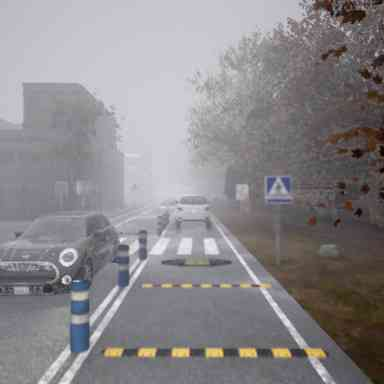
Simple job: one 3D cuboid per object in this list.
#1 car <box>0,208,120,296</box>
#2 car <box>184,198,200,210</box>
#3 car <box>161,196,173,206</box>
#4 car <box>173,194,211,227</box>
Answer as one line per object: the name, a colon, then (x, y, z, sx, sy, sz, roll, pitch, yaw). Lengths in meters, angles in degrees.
car: (-3.354, 1.342, 8.790, 2.097, 1.767, 4.553, 0, 0, 0)
car: (-0.005, 1.462, 40.707, 1.895, 1.301, 4.718, 0, 0, 0)
car: (-3.498, 1.345, 49.432, 1.812, 1.442, 4.674, 0, 0, 0)
car: (0.062, 1.163, 22.358, 2.150, 2.045, 5.566, 0, 0, -1)
